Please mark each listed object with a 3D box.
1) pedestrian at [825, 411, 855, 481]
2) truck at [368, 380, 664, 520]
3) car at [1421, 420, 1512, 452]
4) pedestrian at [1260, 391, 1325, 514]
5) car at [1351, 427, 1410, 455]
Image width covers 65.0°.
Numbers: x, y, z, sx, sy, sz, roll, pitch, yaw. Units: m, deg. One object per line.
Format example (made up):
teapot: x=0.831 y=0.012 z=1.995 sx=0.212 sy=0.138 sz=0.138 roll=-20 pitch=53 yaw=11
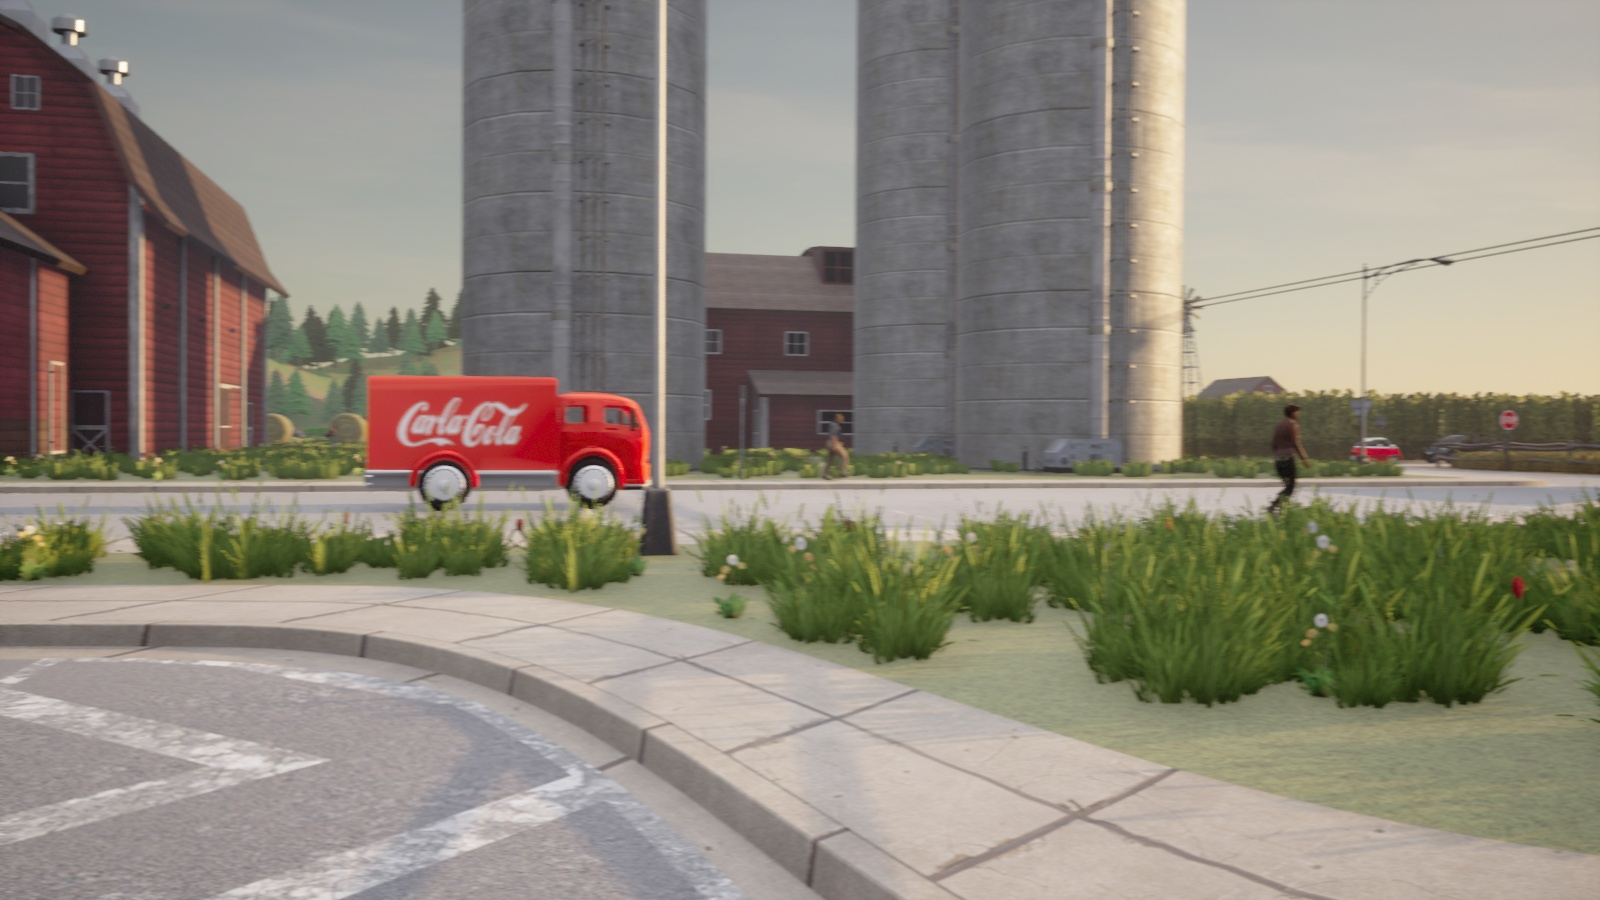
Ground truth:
pedestrian: x=1.068 y=-0.116 z=33.466 sx=0.694 sy=1.848 sz=0.540 roll=-1 pitch=1 yaw=-10
truck: x=-5.379 y=-0.047 z=24.036 sx=5.204 sy=2.467 sz=2.627 roll=-1 pitch=1 yaw=-14
car: x=35.476 y=-0.757 z=66.868 sx=3.988 sy=1.617 sz=1.851 roll=-1 pitch=1 yaw=-13
pedestrian: x=7.304 y=0.029 z=18.629 sx=0.869 sy=1.805 sz=0.328 roll=-1 pitch=1 yaw=-15
car: x=28.943 y=-0.463 z=62.620 sx=2.207 sy=1.376 sz=1.481 roll=-1 pitch=1 yaw=-3
